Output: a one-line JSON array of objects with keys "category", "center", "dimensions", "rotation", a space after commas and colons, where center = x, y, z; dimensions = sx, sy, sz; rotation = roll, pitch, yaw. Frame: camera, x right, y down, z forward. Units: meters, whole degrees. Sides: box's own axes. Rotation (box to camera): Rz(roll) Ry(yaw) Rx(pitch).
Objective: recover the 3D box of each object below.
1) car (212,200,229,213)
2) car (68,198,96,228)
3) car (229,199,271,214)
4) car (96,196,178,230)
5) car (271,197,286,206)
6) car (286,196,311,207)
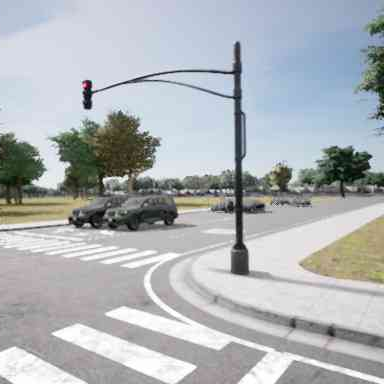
[{"category": "car", "center": [4.048, 1.613, 38.367], "dimensions": [1.812, 1.442, 4.674], "rotation": [-1, 0, 35]}, {"category": "car", "center": [-6.105, 1.365, 23.903], "dimensions": [2.150, 2.045, 5.566], "rotation": [-1, 0, 34]}, {"category": "car", "center": [6.356, 1.522, 36.001], "dimensions": [1.882, 1.535, 5.008], "rotation": [-1, 0, 35]}, {"category": "car", "center": [-3.259, 1.321, 22.227], "dimensions": [2.150, 2.045, 5.566], "rotation": [-1, 0, 38]}, {"category": "car", "center": [13.717, 1.406, 52.018], "dimensions": [1.994, 1.385, 4.181], "rotation": [-1, 0, 35]}, {"category": "car", "center": [16.396, 1.366, 50.178], "dimensions": [2.097, 1.767, 4.553], "rotation": [-1, 0, 35]}]
